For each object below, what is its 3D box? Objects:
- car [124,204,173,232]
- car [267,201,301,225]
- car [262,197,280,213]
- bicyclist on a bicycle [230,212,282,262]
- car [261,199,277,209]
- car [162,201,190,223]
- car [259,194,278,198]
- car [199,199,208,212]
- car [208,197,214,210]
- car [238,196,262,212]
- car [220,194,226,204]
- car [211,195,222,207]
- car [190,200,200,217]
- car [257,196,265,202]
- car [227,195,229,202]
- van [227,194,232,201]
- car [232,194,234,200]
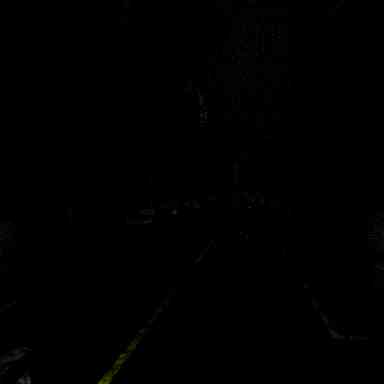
[{"bbox_3d":[-2.636,1.589,19.949,1.802,1.307,4.206,0,0,10],"label":"car"},{"bbox_3d":[6.737,1.579,24.020,1.947,1.339,4.313,0,0,10],"label":"car"},{"bbox_3d":[8.691,1.574,35.127,1.887,1.381,4.507,0,0,10],"label":"car"},{"bbox_3d":[2.046,1.455,10.749,1.656,1.620,0.582,-2,0,10],"label":"bicyclist on a bicycle"},{"bbox_3d":[10.646,1.617,46.234,1.947,1.339,4.313,0,0,10],"label":"car"},{"bbox_3d":[-1.659,1.452,25.503,1.967,1.590,4.097,0,0,10],"label":"car"},{"bbox_3d":[9.669,1.355,40.682,2.192,1.841,5.009,0,0,10],"label":"car"},{"bbox_3d":[0.267,1.554,36.443,1.752,1.417,4.829,0,0,10],"label":"car"},{"bbox_3d":[1.274,1.605,42.166,1.947,1.339,4.313,0,0,10],"label":"car"},{"bbox_3d":[6.839,1.528,39.415,2.128,1.511,4.902,0,0,10],"label":"car"},{"bbox_3d":[4.207,1.390,58.829,2.192,1.841,5.009,0,0,10],"label":"car"},{"bbox_3d":[3.229,1.607,53.274,1.887,1.381,4.507,0,0,10],"label":"car"},{"bbox_3d":[-0.681,1.602,31.057,1.802,1.307,4.206,0,0,10],"label":"car"},{"bbox_3d":[16.510,1.725,79.554,1.802,1.307,4.206,0,0,10],"label":"car"},{"bbox_3d":[6.162,1.683,69.935,1.802,1.307,4.206,0,0,10],"label":"car"},{"bbox_3d":[8.116,1.484,81.045,1.690,1.788,3.998,0,0,10],"label":"van"},{"bbox_3d":[9.094,1.606,86.599,1.967,1.590,4.097,0,0,10],"label":"car"}]
